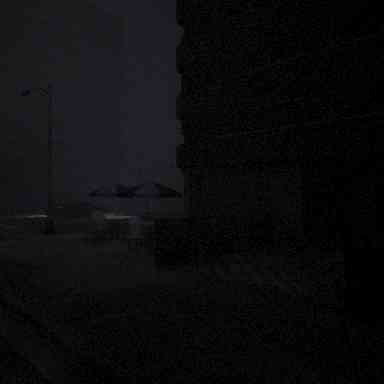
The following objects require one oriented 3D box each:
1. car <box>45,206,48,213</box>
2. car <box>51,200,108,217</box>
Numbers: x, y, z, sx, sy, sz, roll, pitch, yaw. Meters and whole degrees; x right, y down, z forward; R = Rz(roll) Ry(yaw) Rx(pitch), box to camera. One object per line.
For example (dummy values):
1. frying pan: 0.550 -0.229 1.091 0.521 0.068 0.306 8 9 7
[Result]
1. car: -12.981 1.619 34.495 1.994 1.385 4.181 0 0 45
2. car: -10.426 1.560 31.848 1.837 1.490 4.892 0 0 45
